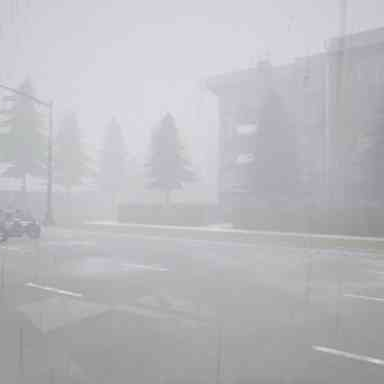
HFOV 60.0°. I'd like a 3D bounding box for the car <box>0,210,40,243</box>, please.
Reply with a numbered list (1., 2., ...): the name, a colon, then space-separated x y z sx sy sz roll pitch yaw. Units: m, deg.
1. car: -10.775 1.780 18.921 4.553 1.767 2.097 0 -2 31
